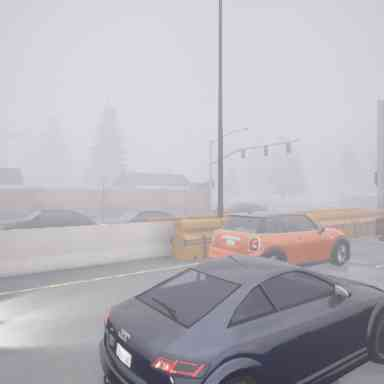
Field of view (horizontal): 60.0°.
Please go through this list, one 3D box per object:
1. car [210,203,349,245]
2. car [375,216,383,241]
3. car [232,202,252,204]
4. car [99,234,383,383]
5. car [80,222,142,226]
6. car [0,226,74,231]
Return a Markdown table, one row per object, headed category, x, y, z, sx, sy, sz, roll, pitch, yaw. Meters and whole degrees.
| category | x | y | z | sx | sy | sz | roll | pitch | yaw |
| --- | --- | --- | --- | --- | --- | --- | --- | --- | --- |
| car | 2.750 | 1.352 | 9.989 | 4.553 | 1.767 | 2.097 | 0 | 0 | -35 |
| car | 10.485 | 1.478 | 15.537 | 5.008 | 1.535 | 1.882 | 0 | 0 | -36 |
| car | 4.243 | 1.548 | 28.360 | 5.357 | 1.411 | 2.033 | 0 | 0 | -36 |
| car | 0.963 | 1.564 | 4.424 | 4.181 | 1.385 | 1.994 | 0 | 0 | -35 |
| car | -2.393 | 1.526 | 15.148 | 4.674 | 1.442 | 1.812 | 0 | 0 | -36 |
| car | -7.040 | 1.526 | 16.141 | 4.674 | 1.442 | 1.812 | 0 | 0 | -36 |
